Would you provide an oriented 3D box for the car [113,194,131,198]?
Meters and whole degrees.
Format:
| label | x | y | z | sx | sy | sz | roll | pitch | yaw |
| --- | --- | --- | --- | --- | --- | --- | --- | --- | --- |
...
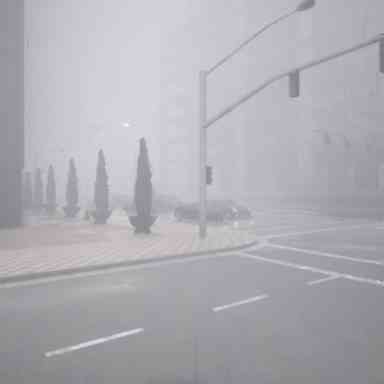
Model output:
| label | x | y | z | sx | sy | sz | roll | pitch | yaw |
| --- | --- | --- | --- | --- | --- | --- | --- | --- | --- |
| car | -9.182 | 1.297 | 45.560 | 2.150 | 2.045 | 5.566 | 0 | 0 | -36 |

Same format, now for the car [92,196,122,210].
| label | x | y | z | sx | sy | sz | roll | pitch | yaw |
| --- | --- | --- | --- | --- | --- | --- | --- | --- | --- |
| car | -11.253 | 1.565 | 42.431 | 2.128 | 1.511 | 4.902 | 0 | 0 | -35 |

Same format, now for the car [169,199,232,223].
| label | x | y | z | sx | sy | sz | roll | pitch | yaw |
| --- | --- | --- | --- | --- | --- | --- | --- | --- | --- |
| car | 0.504 | 1.546 | 25.963 | 1.882 | 1.535 | 5.008 | 0 | 0 | -36 |

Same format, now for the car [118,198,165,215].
| label | x | y | z | sx | sy | sz | roll | pitch | yaw |
| --- | --- | --- | --- | --- | --- | --- | --- | --- | --- |
| car | -5.239 | 1.618 | 33.998 | 2.033 | 1.411 | 5.357 | 0 | 0 | -36 |

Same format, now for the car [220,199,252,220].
| label | x | y | z | sx | sy | sz | roll | pitch | yaw |
| --- | --- | --- | --- | --- | --- | --- | --- | --- | --- |
| car | 2.972 | 1.422 | 28.531 | 2.097 | 1.767 | 4.553 | 0 | 0 | -36 |

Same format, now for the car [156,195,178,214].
| label | x | y | z | sx | sy | sz | roll | pitch | yaw |
| --- | --- | --- | --- | --- | --- | --- | --- | --- | --- |
| car | -2.781 | 1.296 | 36.578 | 2.150 | 2.045 | 5.566 | 0 | 0 | -36 |
